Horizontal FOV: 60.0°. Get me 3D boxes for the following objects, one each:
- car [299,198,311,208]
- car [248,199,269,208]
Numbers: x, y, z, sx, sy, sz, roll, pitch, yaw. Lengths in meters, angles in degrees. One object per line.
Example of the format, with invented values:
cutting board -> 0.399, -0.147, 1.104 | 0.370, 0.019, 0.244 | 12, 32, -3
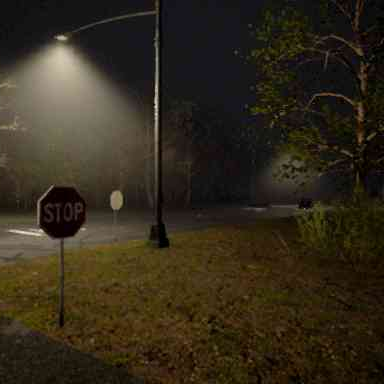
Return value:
car -> 17.647, 1.607, 49.668 | 2.097, 1.767, 4.553 | 0, 0, 36
car -> 10.437, 1.810, 51.642 | 1.812, 1.442, 4.674 | 0, 1, 36
